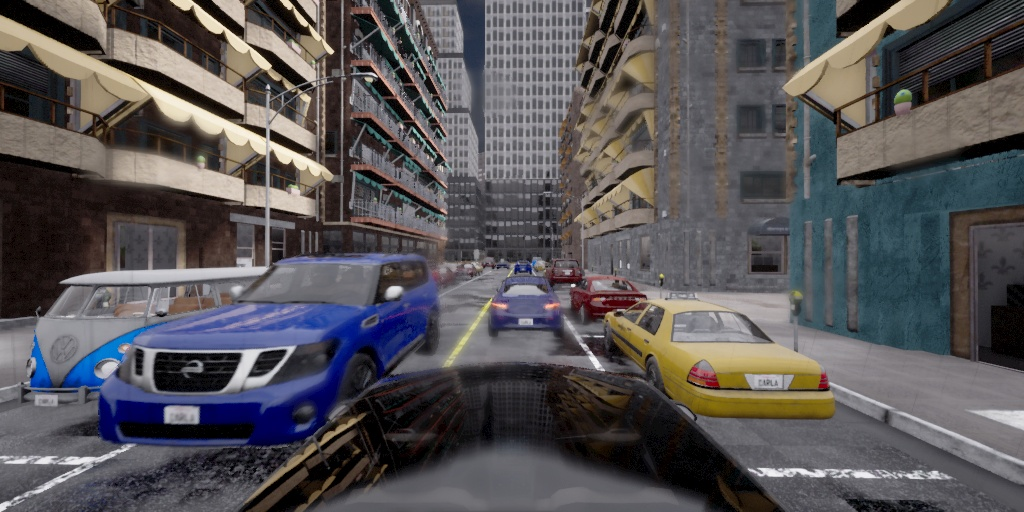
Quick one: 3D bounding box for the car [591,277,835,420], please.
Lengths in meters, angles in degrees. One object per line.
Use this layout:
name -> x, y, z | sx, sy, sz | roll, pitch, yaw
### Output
car -> 2.741, 1.276, 6.051 | 1.751, 1.417, 4.829 | 0, 0, 2

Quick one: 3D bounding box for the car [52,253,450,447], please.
car -> -2.686, 0.970, 5.764 | 2.150, 2.045, 5.566 | 0, 0, 2

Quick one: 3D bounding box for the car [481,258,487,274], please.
car -> -4.186, 1.289, 39.763 | 1.751, 1.417, 4.829 | 0, 0, 2

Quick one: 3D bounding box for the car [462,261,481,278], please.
car -> -4.341, 1.343, 34.294 | 1.802, 1.307, 4.207 | 0, 0, 2

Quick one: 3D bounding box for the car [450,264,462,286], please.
car -> -4.661, 1.338, 23.018 | 1.802, 1.307, 4.207 | 0, 0, 2

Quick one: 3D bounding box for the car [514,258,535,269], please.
car -> 1.230, 1.242, 39.877 | 1.882, 1.535, 5.008 | 0, 0, 2

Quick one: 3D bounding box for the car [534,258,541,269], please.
car -> 3.861, 1.294, 45.517 | 1.751, 1.417, 4.829 | 0, 0, 2

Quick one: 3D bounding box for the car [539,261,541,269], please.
car -> 3.381, 1.284, 28.603 | 1.751, 1.417, 4.829 | 0, 0, 2

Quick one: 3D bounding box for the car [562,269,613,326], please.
car -> 2.896, 1.297, 11.519 | 1.888, 1.381, 4.507 | 0, 0, 2

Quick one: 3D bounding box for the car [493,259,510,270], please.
car -> -1.302, 1.375, 52.628 | 1.895, 1.301, 4.718 | 0, 0, 2

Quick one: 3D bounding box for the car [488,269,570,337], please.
car -> 0.386, 1.277, 10.147 | 1.812, 1.442, 4.674 | 0, 0, 2

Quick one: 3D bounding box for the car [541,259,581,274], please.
car -> 3.216, 1.071, 22.795 | 2.192, 1.841, 5.009 | 0, 0, 2

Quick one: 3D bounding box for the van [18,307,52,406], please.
van -> -5.141, 1.091, 6.104 | 1.690, 1.789, 3.998 | 0, 0, 2

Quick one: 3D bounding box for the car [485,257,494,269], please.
car -> -3.701, 1.092, 56.847 | 2.192, 1.841, 5.009 | 0, 0, 2
